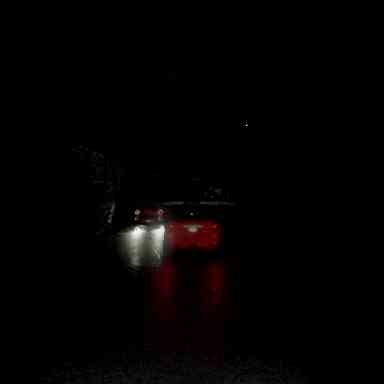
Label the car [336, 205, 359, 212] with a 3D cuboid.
[{"bbox_3d":[40.480,4.230,86.527,5.366,1.575,1.946,-1,0,-17],"label":"car"}]

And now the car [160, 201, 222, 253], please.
[{"bbox_3d":[0.031,1.354,13.845,2.097,1.767,4.553,0,0,0],"label":"car"}]

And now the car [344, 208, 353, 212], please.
[{"bbox_3d":[39.968,4.052,80.450,5.566,2.045,2.435,-1,1,-17],"label":"car"}]

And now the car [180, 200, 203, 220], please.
[{"bbox_3d":[-0.022,1.510,28.890,1.837,1.490,4.892,0,0,0],"label":"car"}]

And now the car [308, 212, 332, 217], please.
[{"bbox_3d":[19.649,4.426,48.350,2.435,2.045,5.566,0,1,-18],"label":"car"}]

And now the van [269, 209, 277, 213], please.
[{"bbox_3d":[14.318,4.257,65.585,1.878,1.987,4.442,0,0,-18],"label":"van"}]

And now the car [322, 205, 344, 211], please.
[{"bbox_3d":[26.172,4.231,65.169,2.435,2.045,5.566,0,0,-18],"label":"car"}]

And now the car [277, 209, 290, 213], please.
[{"bbox_3d":[17.331,4.231,65.370,2.435,2.045,5.566,0,0,-18],"label":"car"}]

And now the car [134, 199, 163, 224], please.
[{"bbox_3d":[-2.923,1.356,24.382,2.097,1.767,4.553,0,0,0],"label":"car"}]
